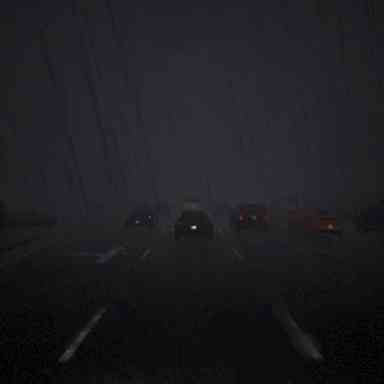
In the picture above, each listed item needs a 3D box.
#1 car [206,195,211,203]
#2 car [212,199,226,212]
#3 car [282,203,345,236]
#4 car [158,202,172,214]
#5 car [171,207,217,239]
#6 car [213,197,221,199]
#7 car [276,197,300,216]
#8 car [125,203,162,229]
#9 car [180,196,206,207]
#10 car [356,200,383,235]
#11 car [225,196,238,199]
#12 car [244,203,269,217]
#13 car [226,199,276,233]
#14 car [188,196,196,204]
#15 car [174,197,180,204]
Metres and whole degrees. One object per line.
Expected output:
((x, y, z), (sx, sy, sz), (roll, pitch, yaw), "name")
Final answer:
((3.483, 2.200, 85.737), (1.882, 1.535, 5.008), (0, 0, 0), "car")
((3.579, 1.863, 39.516), (1.812, 1.442, 4.674), (0, 0, 0), "car")
((7.096, 1.645, 19.544), (1.882, 1.535, 5.008), (0, 0, 0), "car")
((-3.421, 1.863, 39.489), (1.812, 1.442, 4.674), (0, 0, 0), "car")
((0.096, 1.721, 18.273), (1.994, 1.385, 4.181), (0, 0, 0), "car")
((6.983, 2.279, 86.154), (1.994, 1.385, 4.181), (0, 0, 0), "car")
((10.592, 1.543, 37.662), (2.150, 2.045, 5.566), (0, 0, 0), "car")
((-3.420, 1.724, 23.148), (1.812, 1.442, 4.674), (0, 0, 0), "car")
((0.091, 1.543, 37.642), (2.150, 2.045, 5.566), (0, 0, 0), "car")
((10.596, 1.367, 16.964), (2.150, 2.045, 5.566), (0, 0, 0), "car")
((10.483, 1.948, 85.771), (2.150, 2.045, 5.566), (0, 0, 0), "car")
((7.094, 1.916, 36.921), (1.895, 1.301, 4.718), (0, 0, 0), "car")
((3.595, 1.534, 21.212), (2.097, 1.767, 4.553), (0, 0, 0), "car")
((-0.017, 1.948, 85.769), (2.150, 2.045, 5.566), (0, 0, 0), "car")
((-3.517, 2.247, 85.735), (2.128, 1.511, 4.902), (0, 0, 0), "car")
